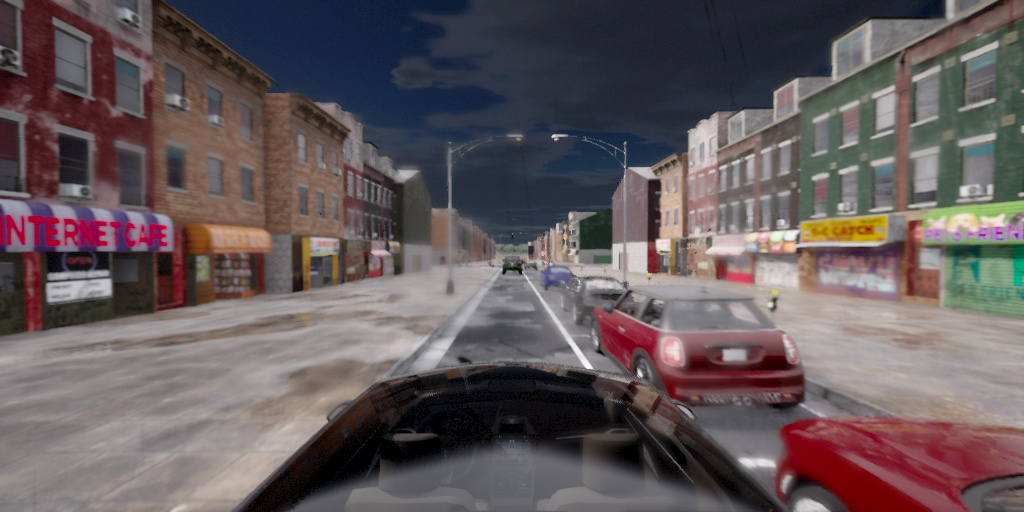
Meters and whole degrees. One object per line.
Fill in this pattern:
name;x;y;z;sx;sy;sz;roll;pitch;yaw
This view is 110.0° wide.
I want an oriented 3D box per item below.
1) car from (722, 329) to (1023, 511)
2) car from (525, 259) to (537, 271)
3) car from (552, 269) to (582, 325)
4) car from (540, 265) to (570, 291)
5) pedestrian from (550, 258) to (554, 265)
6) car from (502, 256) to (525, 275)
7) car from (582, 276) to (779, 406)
car;2.636;1.296;0.604;1.888;1.381;4.507;0;0;0
car;2.627;1.312;50.513;2.007;1.370;4.403;0;0;0
car;2.634;1.297;11.694;2.007;1.370;4.403;0;0;0
car;2.745;1.273;21.702;1.812;1.442;4.674;0;0;0
pedestrian;2.745;1.042;24.522;0.375;1.860;0.375;-1;1;-10
car;0.039;0.978;39.876;2.150;2.045;5.566;0;0;0
car;2.635;1.188;6.149;1.967;1.591;4.097;0;0;0
